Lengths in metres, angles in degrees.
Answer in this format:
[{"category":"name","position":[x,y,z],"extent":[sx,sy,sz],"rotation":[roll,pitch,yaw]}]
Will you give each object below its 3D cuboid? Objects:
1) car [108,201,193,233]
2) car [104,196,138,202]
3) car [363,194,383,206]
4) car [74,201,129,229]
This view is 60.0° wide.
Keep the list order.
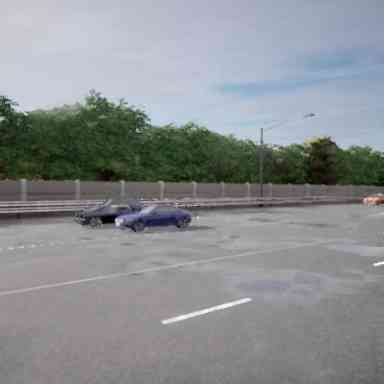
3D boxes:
[{"category":"car","position":[-2.105,1.436,19.155],"extent":[4.674,1.442,1.812],"rotation":[0,0,-37]},{"category":"car","position":[-5.850,1.231,25.098],"extent":[4.553,1.767,2.097],"rotation":[0,0,-37]},{"category":"car","position":[28.130,1.130,50.782],"extent":[4.553,1.767,2.097],"rotation":[0,0,-37]},{"category":"car","position":[-5.023,1.504,21.339],"extent":[4.718,1.301,1.895],"rotation":[0,0,-37]}]
